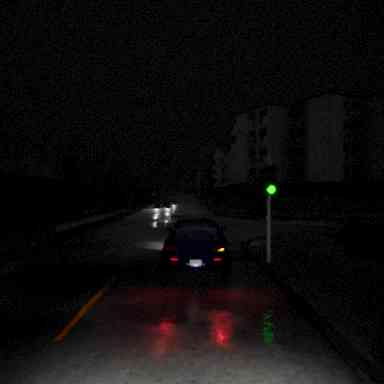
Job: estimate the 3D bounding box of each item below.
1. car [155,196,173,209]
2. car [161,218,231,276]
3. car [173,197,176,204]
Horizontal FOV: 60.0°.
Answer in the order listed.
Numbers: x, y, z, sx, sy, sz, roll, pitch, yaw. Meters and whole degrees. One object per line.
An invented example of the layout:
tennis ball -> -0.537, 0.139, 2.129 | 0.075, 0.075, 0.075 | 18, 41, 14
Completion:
car -> -4.095, 1.517, 46.860 | 1.837, 1.490, 4.892 | 0, 0, 0
car -> 0.137, 1.529, 10.238 | 1.812, 1.442, 4.674 | 0, 0, 1
car -> -4.041, 1.542, 62.771 | 1.812, 1.442, 4.674 | 0, 0, 1
